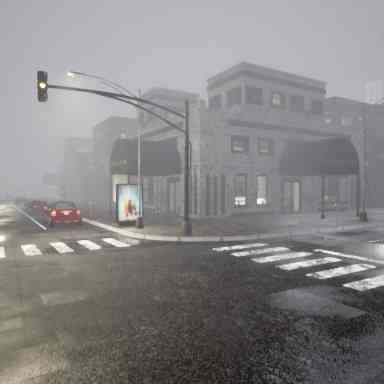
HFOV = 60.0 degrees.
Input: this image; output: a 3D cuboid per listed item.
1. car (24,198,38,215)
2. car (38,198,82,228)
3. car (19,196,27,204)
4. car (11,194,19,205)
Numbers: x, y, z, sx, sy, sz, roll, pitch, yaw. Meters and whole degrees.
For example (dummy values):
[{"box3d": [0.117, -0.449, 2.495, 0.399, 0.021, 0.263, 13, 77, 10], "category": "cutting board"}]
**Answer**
[{"box3d": [-14.285, 1.385, 31.151, 1.802, 1.307, 4.206, -1, 1, -31], "category": "car"}, {"box3d": [-8.431, 1.289, 21.376, 1.967, 1.590, 4.097, -1, 1, -31], "category": "car"}, {"box3d": [-17.213, 1.331, 36.038, 2.008, 1.369, 4.403, -1, 1, -31], "category": "car"}, {"box3d": [-25.996, 1.269, 50.698, 2.008, 1.369, 4.403, -1, 1, -31], "category": "car"}]
